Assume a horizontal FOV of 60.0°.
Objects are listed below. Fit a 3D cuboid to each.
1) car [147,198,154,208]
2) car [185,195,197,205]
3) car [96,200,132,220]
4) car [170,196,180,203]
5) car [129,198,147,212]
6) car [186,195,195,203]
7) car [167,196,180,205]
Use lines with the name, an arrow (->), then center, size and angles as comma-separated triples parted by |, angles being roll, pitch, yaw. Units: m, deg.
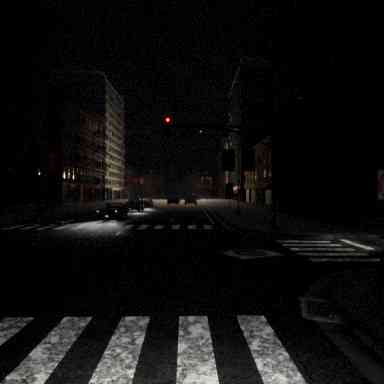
car -> -6.787, 1.594, 48.778 | 1.895, 1.301, 4.718 | 0, 0, 0
car -> -0.233, 1.342, 58.300 | 2.097, 1.767, 4.553 | 0, 0, 0
car -> -6.714, 1.600, 28.363 | 1.895, 1.301, 4.718 | 0, 0, 0
car -> -3.445, 1.587, 69.884 | 1.895, 1.301, 4.718 | 0, 0, 0
car -> -6.751, 1.522, 38.738 | 1.812, 1.442, 4.674 | 0, 0, 0
car -> -0.273, 1.464, 68.333 | 1.882, 1.535, 5.008 | 0, 0, 0
car -> -3.390, 1.467, 59.731 | 1.882, 1.535, 5.008 | 0, 0, 0
